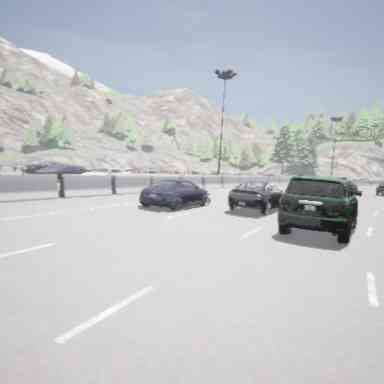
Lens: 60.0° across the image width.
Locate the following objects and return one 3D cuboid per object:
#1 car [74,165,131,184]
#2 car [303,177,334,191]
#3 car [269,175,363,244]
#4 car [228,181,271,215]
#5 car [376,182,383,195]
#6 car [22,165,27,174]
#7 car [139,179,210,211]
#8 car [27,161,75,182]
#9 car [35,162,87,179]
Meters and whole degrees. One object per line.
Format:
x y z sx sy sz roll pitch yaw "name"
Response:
-6.880 -1.314 27.145 1.812 1.442 4.674 7 6 31 "car"
15.285 -1.015 40.060 1.837 1.490 4.892 7 6 39 "car"
4.798 0.436 12.169 2.150 2.045 5.566 6 6 29 "car"
3.467 0.203 16.994 2.128 1.511 4.902 6 6 29 "car"
22.028 -0.333 37.242 1.837 1.490 4.892 7 6 40 "car"
-14.846 -2.466 34.085 2.128 1.511 4.902 7 6 32 "car"
-0.715 0.044 16.525 1.994 1.385 4.181 6 6 30 "car"
-10.506 -1.597 27.944 2.033 1.411 5.357 7 6 30 "car"
-12.331 -2.011 31.557 1.994 1.385 4.181 7 6 31 "car"
